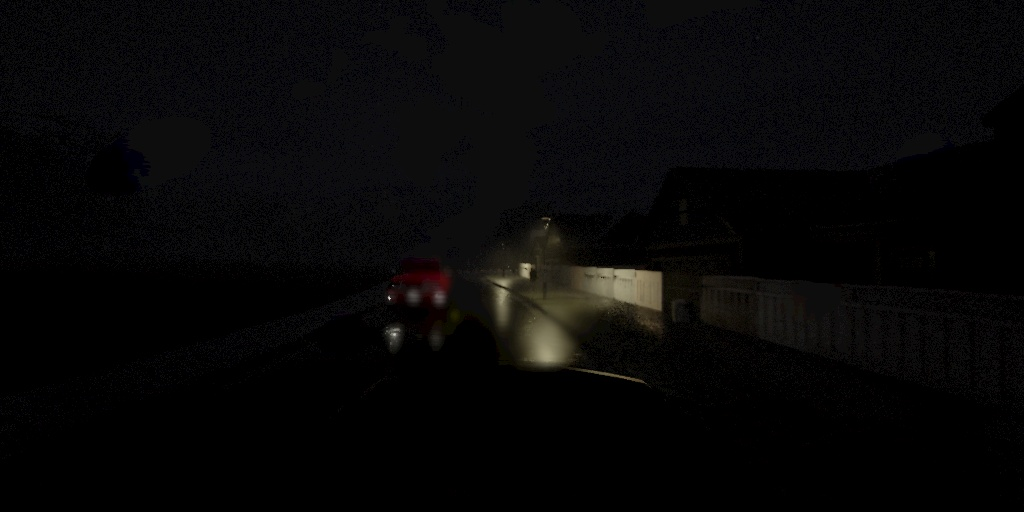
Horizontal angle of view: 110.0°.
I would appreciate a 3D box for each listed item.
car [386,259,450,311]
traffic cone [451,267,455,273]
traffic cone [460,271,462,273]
[{"bbox_3d":[-3.960,1.132,15.871,2.150,2.045,5.566,0,-1,-8],"label":"car"},{"bbox_3d":[-8.995,2.383,55.312,0.340,0.580,0.340,0,0,3],"label":"traffic cone"},{"bbox_3d":[-8.598,2.489,60.408,0.340,0.580,0.340,0,0,6],"label":"traffic cone"}]
